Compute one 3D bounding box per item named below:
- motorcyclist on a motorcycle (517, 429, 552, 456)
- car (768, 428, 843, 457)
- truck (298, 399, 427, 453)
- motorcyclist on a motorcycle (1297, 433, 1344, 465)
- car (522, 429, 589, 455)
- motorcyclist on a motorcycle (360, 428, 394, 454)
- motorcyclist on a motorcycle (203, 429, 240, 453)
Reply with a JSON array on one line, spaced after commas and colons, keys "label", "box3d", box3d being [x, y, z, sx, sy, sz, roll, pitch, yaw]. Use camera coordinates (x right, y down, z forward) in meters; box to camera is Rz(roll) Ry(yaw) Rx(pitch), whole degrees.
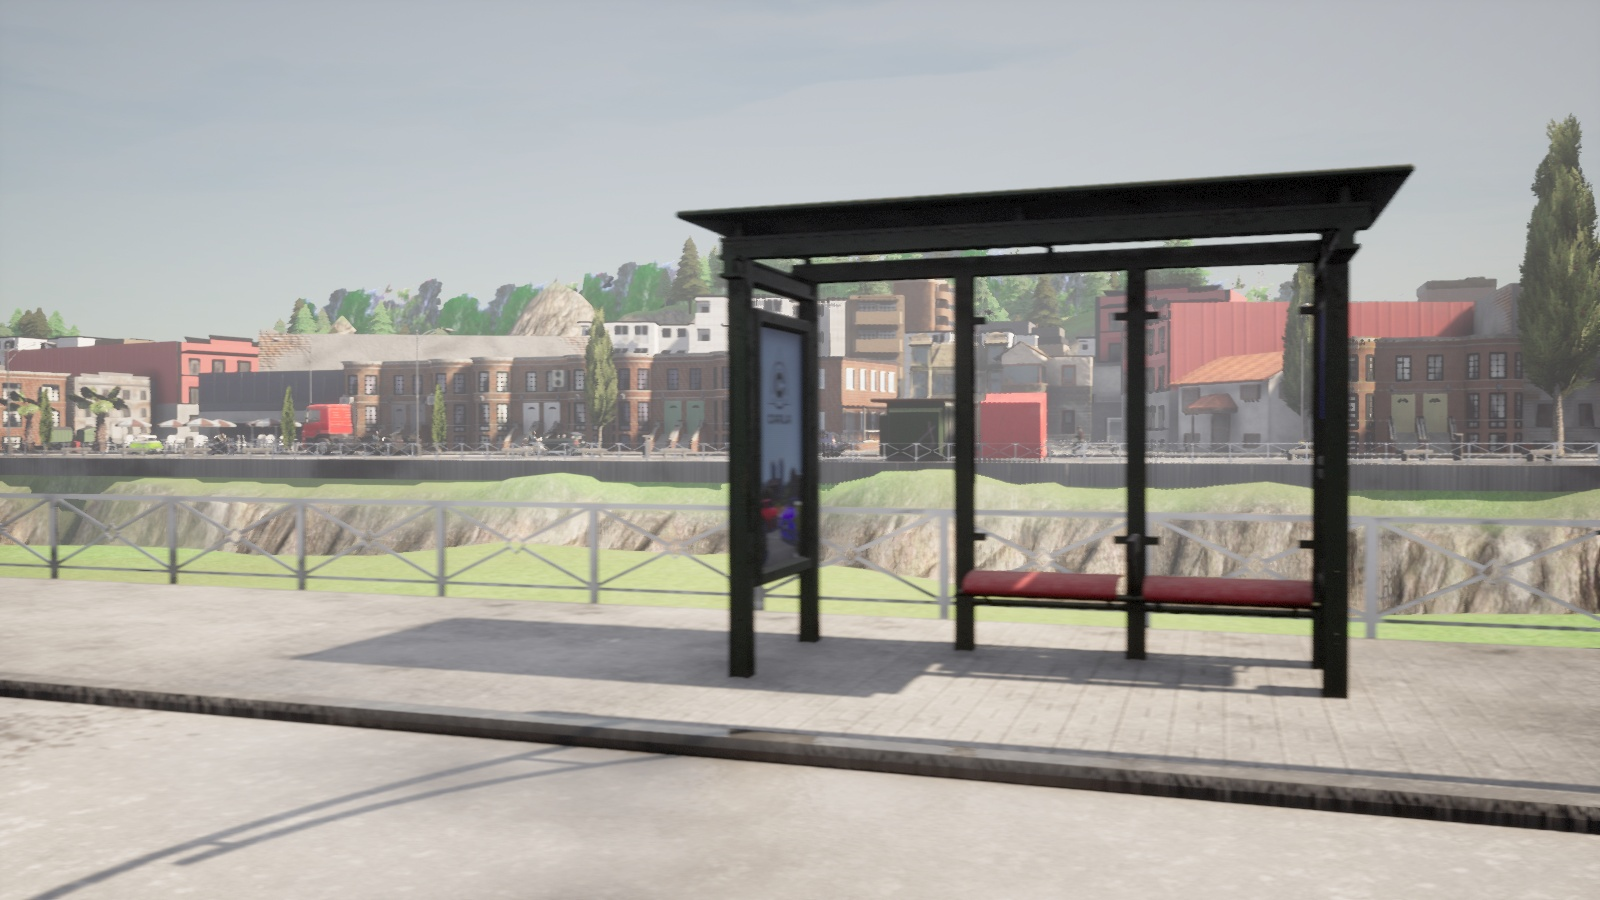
[{"label": "motorcyclist on a motorcycle", "box3d": [-15.664, -0.465, 74.079, 1.817, 1.590, 0.866, 1, 1, 19]}, {"label": "car", "box3d": [0.332, -0.442, 72.921, 3.988, 1.617, 1.851, 1, 1, 19]}, {"label": "truck", "box3d": [-28.797, -1.588, 82.698, 7.936, 3.462, 2.891, 1, 1, 19]}, {"label": "motorcyclist on a motorcycle", "box3d": [25.034, -0.064, 60.401, 2.044, 1.523, 0.797, 1, 1, 19]}, {"label": "car", "box3d": [-15.218, -0.504, 78.148, 3.705, 1.549, 1.789, 1, 1, 19]}, {"label": "motorcyclist on a motorcycle", "box3d": [-26.134, -0.561, 77.599, 1.817, 1.590, 0.866, 1, 1, 19]}, {"label": "motorcyclist on a motorcycle", "box3d": [-37.487, -0.583, 81.415, 2.191, 1.530, 0.866, 1, 1, 19]}]
